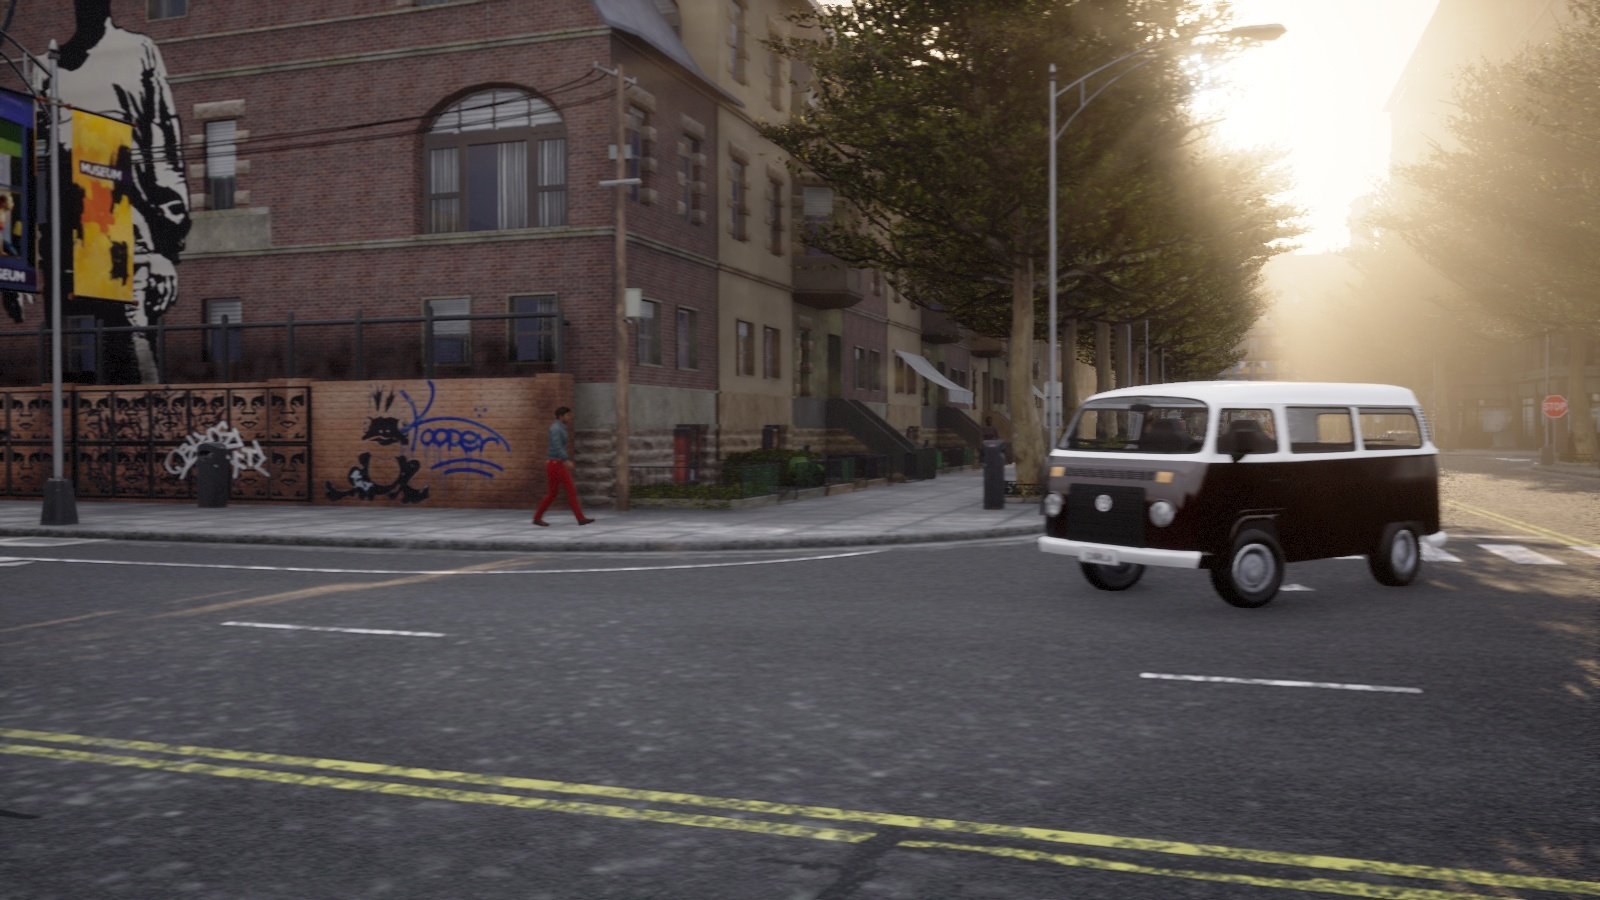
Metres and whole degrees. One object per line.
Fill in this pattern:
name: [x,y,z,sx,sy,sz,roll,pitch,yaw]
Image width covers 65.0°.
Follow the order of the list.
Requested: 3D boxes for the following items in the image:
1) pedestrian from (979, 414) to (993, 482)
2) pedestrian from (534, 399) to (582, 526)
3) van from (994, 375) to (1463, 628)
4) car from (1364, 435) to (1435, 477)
pedestrian: [5.139,-0.053,34.655,0.331,1.846,0.634,0,1,13]
pedestrian: [-3.558,0.174,18.470,0.614,1.847,0.353,0,1,7]
van: [4.261,0.369,12.246,4.480,2.038,2.069,-1,2,-36]
car: [21.857,0.186,45.937,1.816,1.474,4.193,1,1,18]
